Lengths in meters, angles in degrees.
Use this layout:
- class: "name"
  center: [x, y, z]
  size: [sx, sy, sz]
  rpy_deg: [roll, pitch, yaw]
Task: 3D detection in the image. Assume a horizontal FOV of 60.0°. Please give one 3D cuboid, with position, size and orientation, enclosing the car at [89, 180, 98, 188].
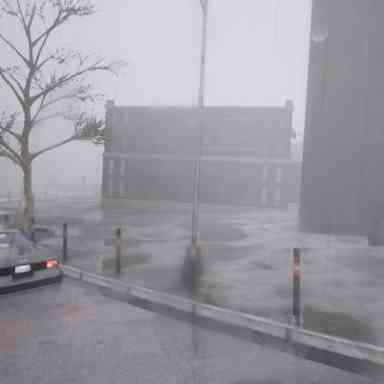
- class: "car"
  center: [-24.252, -1.898, 74.308]
  size: [4.553, 1.767, 2.185]
  rpy_deg: [4, 3, 21]

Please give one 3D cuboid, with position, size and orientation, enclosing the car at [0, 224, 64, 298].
- class: "car"
  center: [-5.161, 1.456, 7.900]
  size: [5.357, 1.411, 2.033]
  rpy_deg: [2, 1, 39]

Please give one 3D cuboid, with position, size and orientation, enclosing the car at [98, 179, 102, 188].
- class: "car"
  center: [-23.313, -1.848, 76.909]
  size: [4.892, 1.521, 2.231]
  rpy_deg: [4, 3, 21]

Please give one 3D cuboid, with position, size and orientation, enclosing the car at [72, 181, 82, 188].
- class: "car"
  center: [-26.248, -1.631, 69.174]
  size: [5.008, 1.535, 2.097]
  rpy_deg: [4, 3, 21]

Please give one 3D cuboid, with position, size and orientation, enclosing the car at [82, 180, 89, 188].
- class: "car"
  center: [-25.265, -1.662, 71.749]
  size: [4.674, 1.452, 2.002]
  rpy_deg: [4, 3, 21]

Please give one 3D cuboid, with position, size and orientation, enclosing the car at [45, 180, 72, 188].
- class: "car"
  center: [-27.188, -1.687, 66.574]
  size: [4.553, 1.767, 2.185]
  rpy_deg: [4, 3, 21]

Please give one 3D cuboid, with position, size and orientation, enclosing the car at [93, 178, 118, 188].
- class: "car"
  center: [-21.365, -2.257, 82.057]
  size: [5.566, 2.045, 2.435]
  rpy_deg: [4, 3, 21]
